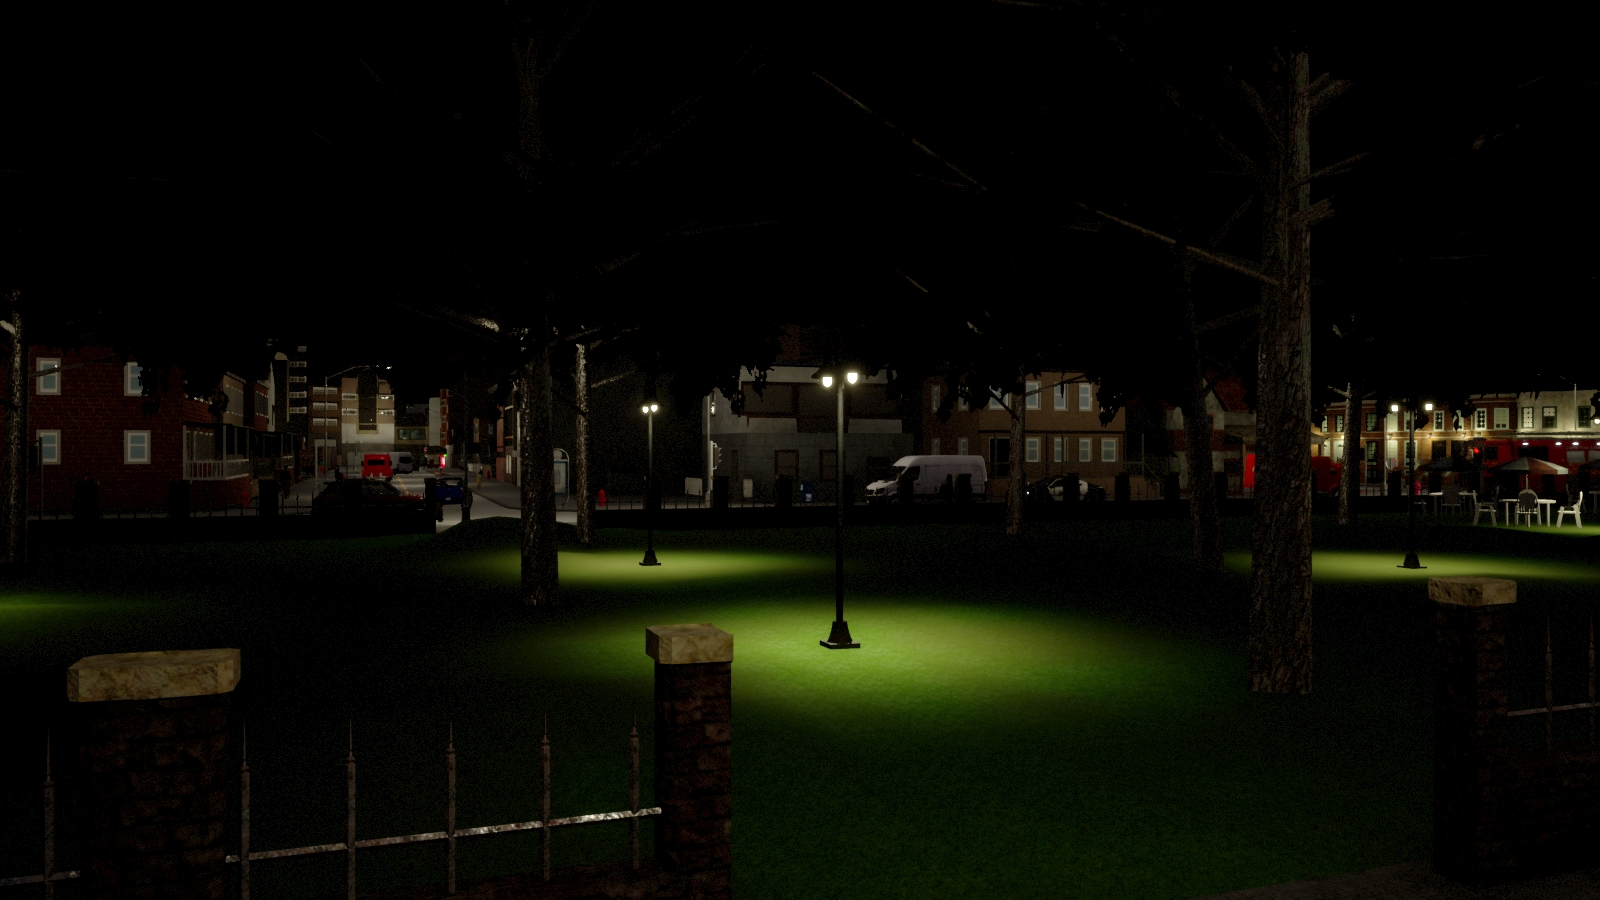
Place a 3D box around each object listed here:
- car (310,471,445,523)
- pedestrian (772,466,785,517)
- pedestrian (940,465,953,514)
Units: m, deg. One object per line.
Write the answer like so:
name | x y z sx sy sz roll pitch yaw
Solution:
car | -15.523 1.685 42.098 4.553 1.767 2.097 0 0 -20
pedestrian | -0.799 1.525 41.826 0.375 1.860 0.375 0 0 -20
pedestrian | 5.679 1.525 44.213 0.375 1.860 0.375 0 0 -21
